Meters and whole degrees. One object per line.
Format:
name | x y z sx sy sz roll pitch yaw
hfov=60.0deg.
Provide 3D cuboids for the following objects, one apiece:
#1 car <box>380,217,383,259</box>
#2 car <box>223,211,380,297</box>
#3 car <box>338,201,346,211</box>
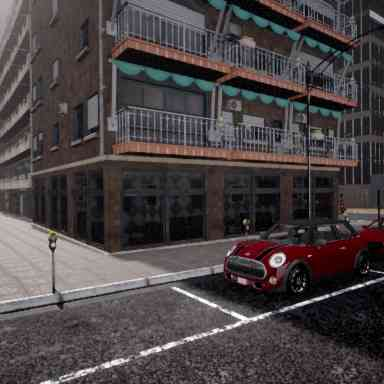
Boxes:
car | 7.228 1.543 11.716 4.507 1.381 1.887 0 -1 -35
car | 2.728 1.439 8.512 4.097 1.590 1.967 0 -1 -35
car | 16.498 1.746 40.603 1.967 1.590 4.097 -2 0 -36
